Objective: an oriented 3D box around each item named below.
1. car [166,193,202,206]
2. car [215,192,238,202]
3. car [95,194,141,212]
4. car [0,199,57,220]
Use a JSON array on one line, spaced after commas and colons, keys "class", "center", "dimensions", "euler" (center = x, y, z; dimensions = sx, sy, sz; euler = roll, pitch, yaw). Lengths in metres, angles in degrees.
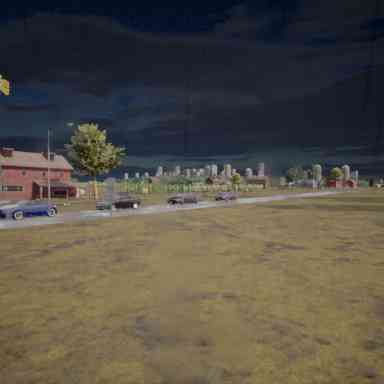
[{"class": "car", "center": [-0.852, 0.853, 40.920], "dimensions": [2.033, 1.411, 5.357], "euler": [1, 2, 36]}, {"class": "car", "center": [5.125, 0.657, 49.120], "dimensions": [1.994, 1.385, 4.181], "euler": [1, 2, 36]}, {"class": "car", "center": [-7.094, 1.026, 32.297], "dimensions": [1.837, 1.490, 4.892], "euler": [1, 2, 36]}, {"class": "car", "center": [-12.369, 1.267, 25.014], "dimensions": [1.994, 1.385, 4.181], "euler": [1, 2, 34]}]
